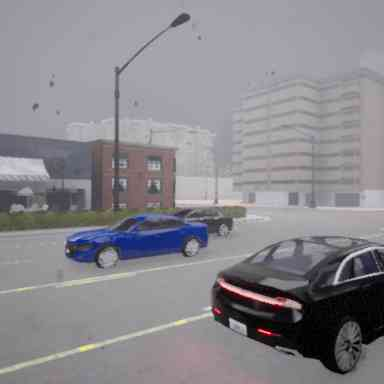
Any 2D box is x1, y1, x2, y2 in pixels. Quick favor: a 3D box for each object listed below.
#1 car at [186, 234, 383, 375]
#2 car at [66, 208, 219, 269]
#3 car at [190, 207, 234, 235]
[{"bbox_3d":[2.554,1.515,5.663,4.902,1.511,2.128,0,0,-36],"label":"car"},{"bbox_3d":[-1.694,1.502,11.428,5.008,1.535,1.882,0,0,-36],"label":"car"},{"bbox_3d":[-0.016,1.552,16.982,4.892,1.490,1.837,1,-1,-36],"label":"car"}]
